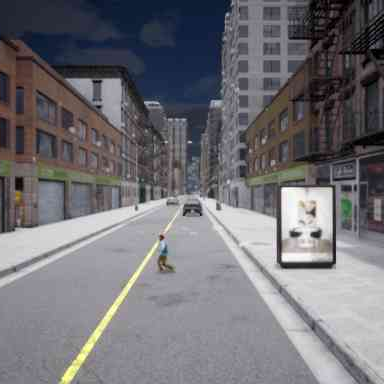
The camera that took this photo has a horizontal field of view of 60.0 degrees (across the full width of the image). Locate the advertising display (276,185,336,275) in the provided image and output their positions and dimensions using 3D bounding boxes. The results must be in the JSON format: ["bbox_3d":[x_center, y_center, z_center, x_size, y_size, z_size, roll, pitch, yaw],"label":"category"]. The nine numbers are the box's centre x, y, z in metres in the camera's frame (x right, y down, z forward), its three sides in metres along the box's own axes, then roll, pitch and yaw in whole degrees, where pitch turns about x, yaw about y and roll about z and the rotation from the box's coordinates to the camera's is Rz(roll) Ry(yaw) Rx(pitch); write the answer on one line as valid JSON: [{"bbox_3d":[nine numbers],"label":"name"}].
[{"bbox_3d":[3.123,1.024,9.131,1.540,2.440,0.280,0,0,0],"label":"advertising display"}]

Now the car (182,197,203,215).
[{"bbox_3d":[0.069,1.514,33.325,1.837,1.490,4.892,0,0,0],"label":"car"}]

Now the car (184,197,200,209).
[{"bbox_3d":[0.053,1.514,48.101,2.128,1.511,4.902,0,0,1],"label":"car"}]

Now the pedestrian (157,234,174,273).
[{"bbox_3d":[-0.782,1.671,9.200,0.500,1.100,0.500,0,0,-10],"label":"pedestrian"}]

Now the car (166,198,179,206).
[{"bbox_3d":[-3.115,1.594,53.797,1.994,1.385,4.181,0,0,0],"label":"car"}]
